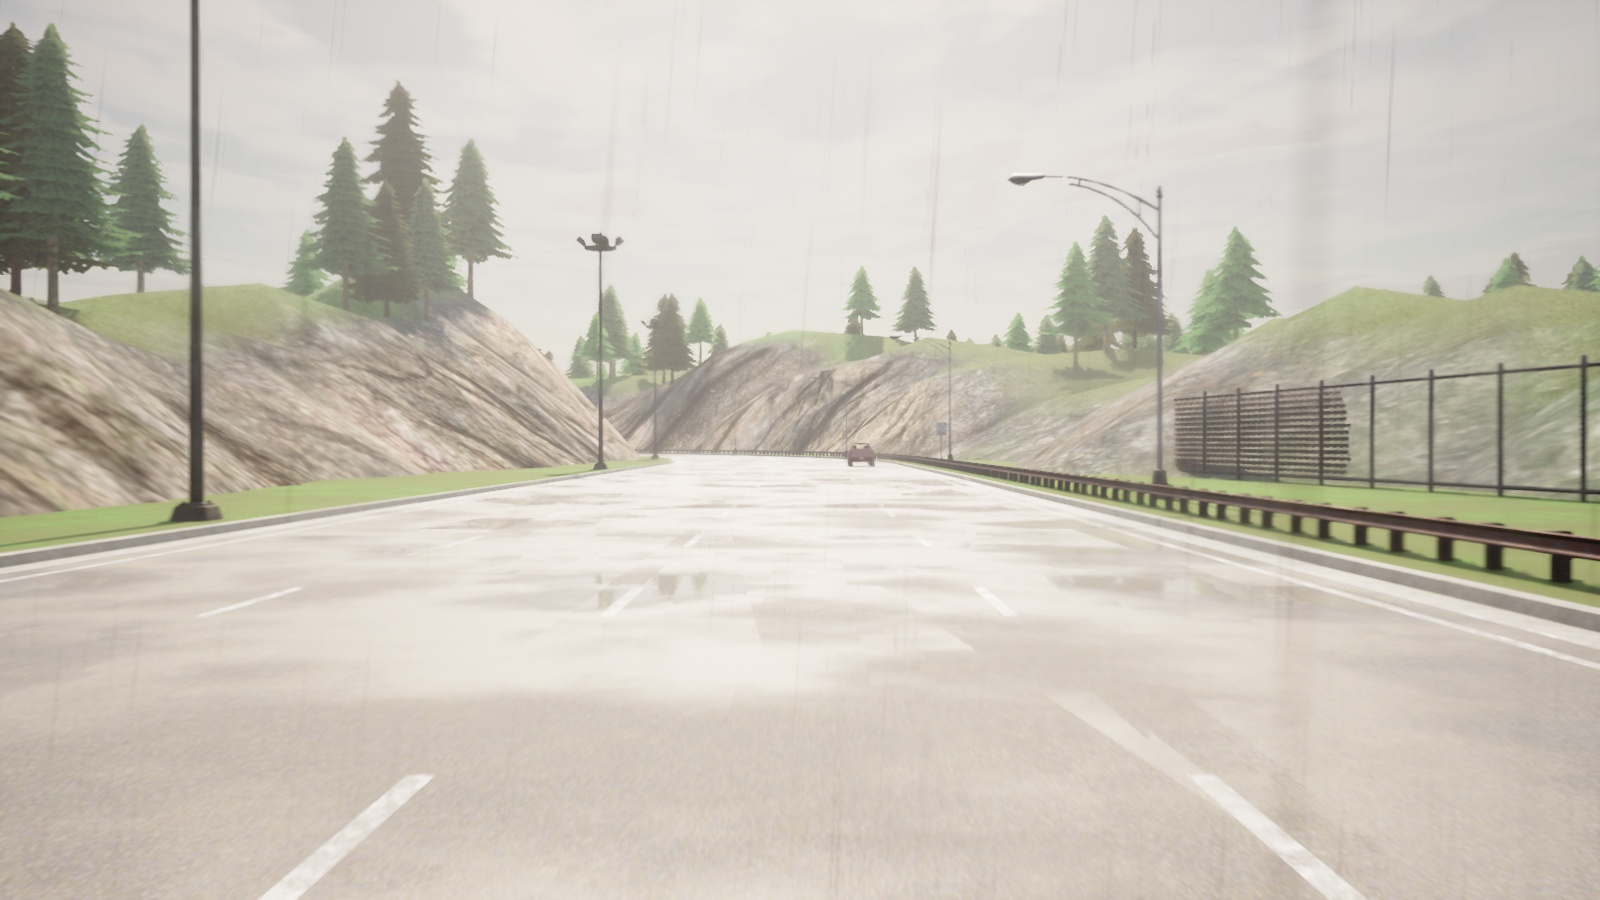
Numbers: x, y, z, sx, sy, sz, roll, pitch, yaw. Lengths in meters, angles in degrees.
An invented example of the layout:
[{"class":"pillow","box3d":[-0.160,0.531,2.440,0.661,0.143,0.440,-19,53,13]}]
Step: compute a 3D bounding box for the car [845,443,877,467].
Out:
[{"class":"car","box3d":[3.908,0.312,80.932,1.845,1.501,3.633,0,0,0]}]
